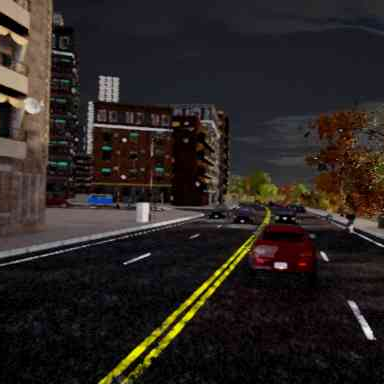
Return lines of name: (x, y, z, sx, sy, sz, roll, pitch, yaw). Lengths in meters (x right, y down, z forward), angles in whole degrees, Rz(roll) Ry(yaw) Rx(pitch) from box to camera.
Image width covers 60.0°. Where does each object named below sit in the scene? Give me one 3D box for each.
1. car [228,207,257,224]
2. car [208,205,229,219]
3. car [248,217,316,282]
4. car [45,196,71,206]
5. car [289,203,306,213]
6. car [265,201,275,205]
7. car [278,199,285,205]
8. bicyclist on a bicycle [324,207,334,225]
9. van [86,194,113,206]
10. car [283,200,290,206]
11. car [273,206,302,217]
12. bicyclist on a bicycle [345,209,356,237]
car: (4.950, 2.112, 30.552, 2.033, 1.411, 5.357, 1, -1, 15)
car: (3.144, 2.140, 36.216, 2.033, 1.411, 5.357, 1, -1, 15)
car: (2.919, 1.758, 10.678, 1.812, 1.442, 4.674, 1, -1, 17)
car: (-17.908, 1.223, 43.128, 4.206, 1.307, 1.802, 3, -2, -15)
car: (18.115, 2.838, 56.515, 1.994, 1.385, 4.181, 1, -1, 13)
car: (21.599, 3.189, 91.528, 1.837, 1.490, 4.892, 1, -1, 10)
car: (24.814, 2.992, 91.014, 2.150, 2.045, 5.566, 1, -1, 10)
bicyclist on a bicycle: (12.867, 2.225, 31.189, 0.866, 1.612, 1.509, 1, -1, 14)
van: (-14.546, 1.230, 52.717, 3.998, 1.788, 1.690, 3, -2, -15)
car: (20.990, 3.063, 70.435, 2.128, 1.511, 4.902, 1, -1, 11)
car: (7.937, 2.164, 28.460, 2.033, 1.411, 5.357, 1, -1, 15)
bicyclist on a bicycle: (10.251, 1.956, 21.571, 0.659, 1.776, 1.843, 1, -1, 16)
